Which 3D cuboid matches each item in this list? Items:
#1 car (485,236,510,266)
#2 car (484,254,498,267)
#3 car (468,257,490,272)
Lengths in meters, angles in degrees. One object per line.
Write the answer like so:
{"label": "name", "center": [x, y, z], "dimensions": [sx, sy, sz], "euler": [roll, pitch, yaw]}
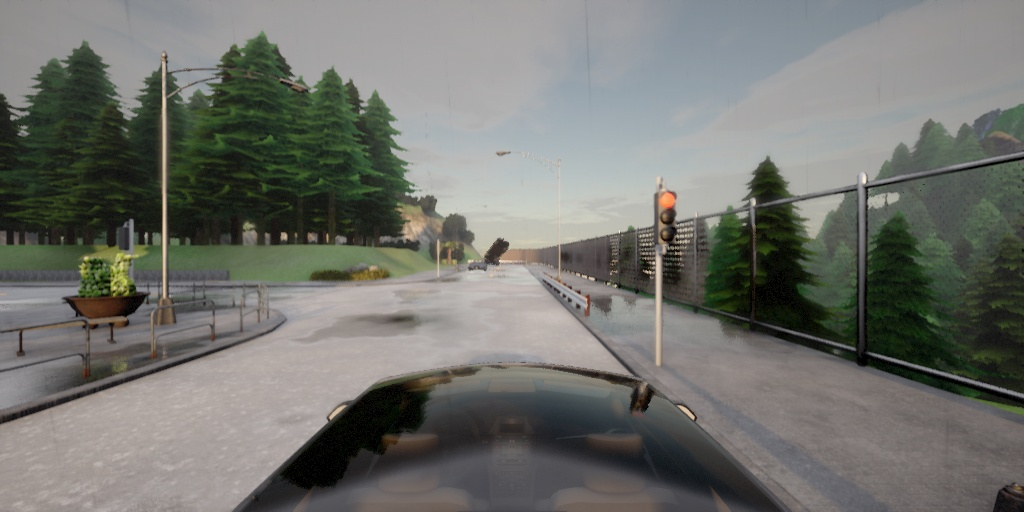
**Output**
{"label": "car", "center": [-2.185, -1.134, 54.536], "dimensions": [2.150, 2.045, 5.566], "euler": [31, -43, -10]}
{"label": "car", "center": [-3.596, 0.735, 63.553], "dimensions": [2.150, 2.045, 5.566], "euler": [0, 1, 0]}
{"label": "car", "center": [-4.089, 1.157, 43.207], "dimensions": [1.994, 1.385, 4.181], "euler": [0, 0, 0]}
